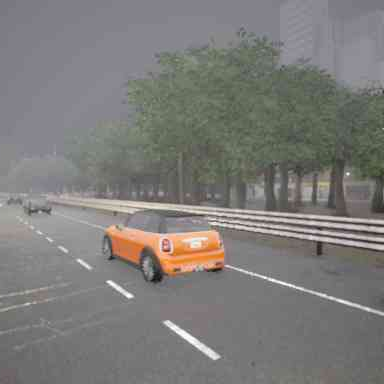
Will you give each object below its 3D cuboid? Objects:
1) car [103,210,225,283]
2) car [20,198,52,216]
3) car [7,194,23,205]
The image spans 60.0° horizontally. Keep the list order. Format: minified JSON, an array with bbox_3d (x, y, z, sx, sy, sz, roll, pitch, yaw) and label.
[{"bbox_3d":[-1.051,1.299,9.893,2.097,1.767,4.553,0,0,-33],"label":"car"},{"bbox_3d":[-14.409,1.429,30.835,1.895,1.301,4.718,0,0,-33],"label":"car"},{"bbox_3d":[-27.754,1.058,52.165,2.097,1.767,4.553,0,0,-29],"label":"car"}]
